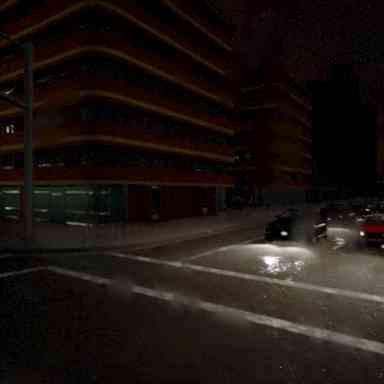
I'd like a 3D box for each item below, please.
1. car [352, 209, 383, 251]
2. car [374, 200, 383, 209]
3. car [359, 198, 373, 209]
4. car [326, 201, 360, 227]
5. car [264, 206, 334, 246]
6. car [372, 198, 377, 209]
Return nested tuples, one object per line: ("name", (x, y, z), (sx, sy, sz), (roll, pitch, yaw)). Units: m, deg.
("car", (7.834, 1.580, 13.455), (1.895, 1.301, 4.718), (0, 0, 31))
("car", (13.124, 1.446, 21.227), (1.882, 1.535, 5.008), (0, 0, 34))
("car", (14.308, 1.504, 29.191), (1.994, 1.385, 4.181), (0, 0, 35))
("car", (9.621, 1.511, 22.268), (1.994, 1.385, 4.181), (0, 0, 36))
("car", (4.889, 1.520, 15.317), (1.994, 1.385, 4.181), (0, 0, 34))
("car", (19.946, 1.423, 37.480), (2.128, 1.511, 4.902), (0, 0, 35))
